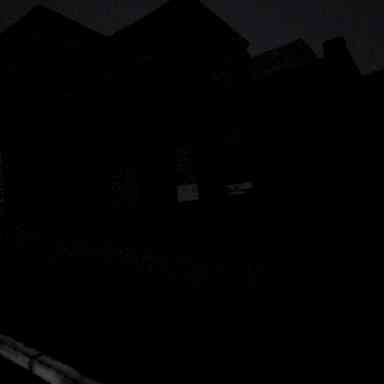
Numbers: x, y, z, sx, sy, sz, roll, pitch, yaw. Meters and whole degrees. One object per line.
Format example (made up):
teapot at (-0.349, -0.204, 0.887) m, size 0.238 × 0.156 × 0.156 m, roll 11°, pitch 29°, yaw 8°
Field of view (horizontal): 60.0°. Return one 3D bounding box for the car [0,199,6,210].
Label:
car at (-18.831, 1.346, 35.556) m, size 1.882 × 1.535 × 5.008 m, roll -7°, pitch -2°, yaw 20°
